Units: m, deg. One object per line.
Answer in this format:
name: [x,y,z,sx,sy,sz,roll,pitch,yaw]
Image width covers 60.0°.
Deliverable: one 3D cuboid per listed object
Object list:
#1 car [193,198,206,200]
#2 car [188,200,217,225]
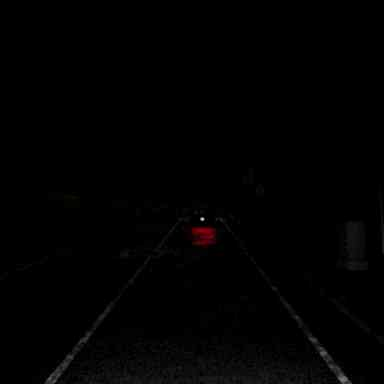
car: [0.869,1.472,41.292,2.097,1.767,4.553,0,0,-3]
car: [0.767,1.571,24.854,1.837,1.490,4.892,0,0,2]
